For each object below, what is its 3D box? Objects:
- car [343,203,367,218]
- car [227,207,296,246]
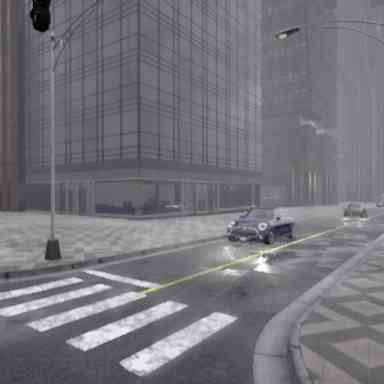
[{"bbox_3d":[18.172,2.027,37.005,1.837,1.490,4.892,0,-1,36],"label":"car"},{"bbox_3d":[3.605,1.556,16.788,2.097,1.767,4.553,0,-1,36],"label":"car"}]
